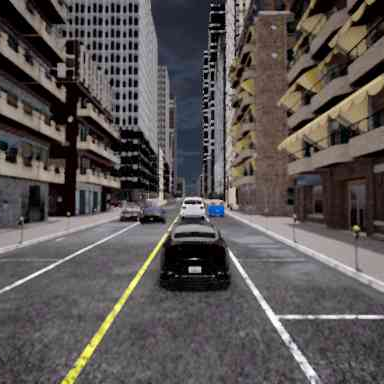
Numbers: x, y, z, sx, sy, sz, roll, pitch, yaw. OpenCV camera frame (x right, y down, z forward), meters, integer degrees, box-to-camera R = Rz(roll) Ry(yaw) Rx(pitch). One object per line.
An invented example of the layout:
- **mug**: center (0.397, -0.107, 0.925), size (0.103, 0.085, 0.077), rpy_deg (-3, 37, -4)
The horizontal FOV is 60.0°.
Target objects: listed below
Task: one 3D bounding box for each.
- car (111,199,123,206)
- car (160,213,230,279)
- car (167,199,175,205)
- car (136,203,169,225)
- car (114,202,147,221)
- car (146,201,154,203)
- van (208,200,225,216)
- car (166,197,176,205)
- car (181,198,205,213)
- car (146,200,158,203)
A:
- **car**: center (-16.495, 2.376, 70.616), size (4.097, 1.590, 1.967), rpy_deg (0, -2, 0)
- **car**: center (0.083, 1.638, 10.438), size (1.837, 1.490, 4.892), rpy_deg (0, 0, 0)
- **car**: center (-5.683, 2.720, 91.609), size (1.802, 1.307, 4.206), rpy_deg (1, -1, 0)
- **car**: center (-3.100, 1.907, 27.478), size (1.994, 1.385, 4.181), rpy_deg (0, -1, 0)
- **car**: center (-5.645, 1.942, 31.351), size (2.008, 1.369, 4.403), rpy_deg (1, -1, 0)
- **car**: center (-5.646, 2.042, 36.891), size (1.802, 1.307, 4.206), rpy_deg (1, -1, 0)
- **van**: center (2.706, 1.802, 36.947), size (1.690, 1.788, 3.998), rpy_deg (1, -1, 0)
- **car**: center (-5.679, 2.509, 86.036), size (1.967, 1.590, 4.097), rpy_deg (1, -1, 0)
- **car**: center (0.095, 1.624, 32.338), size (2.150, 2.045, 5.566), rpy_deg (0, -1, 0)
- **car**: center (-5.646, 2.095, 42.430), size (1.947, 1.339, 4.313), rpy_deg (1, -1, 0)
